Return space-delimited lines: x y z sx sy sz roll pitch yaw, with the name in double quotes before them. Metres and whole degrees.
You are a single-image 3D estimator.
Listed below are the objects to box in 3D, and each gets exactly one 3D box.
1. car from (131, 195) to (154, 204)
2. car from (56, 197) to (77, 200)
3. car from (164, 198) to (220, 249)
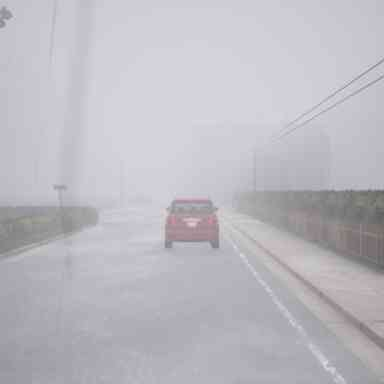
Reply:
"car" -9.316 1.339 62.234 4.553 1.767 2.097 0 0 39
"car" -24.494 1.570 65.147 4.181 1.385 1.994 0 0 0
"car" 0.000 1.255 14.680 2.150 2.045 5.566 0 0 0
